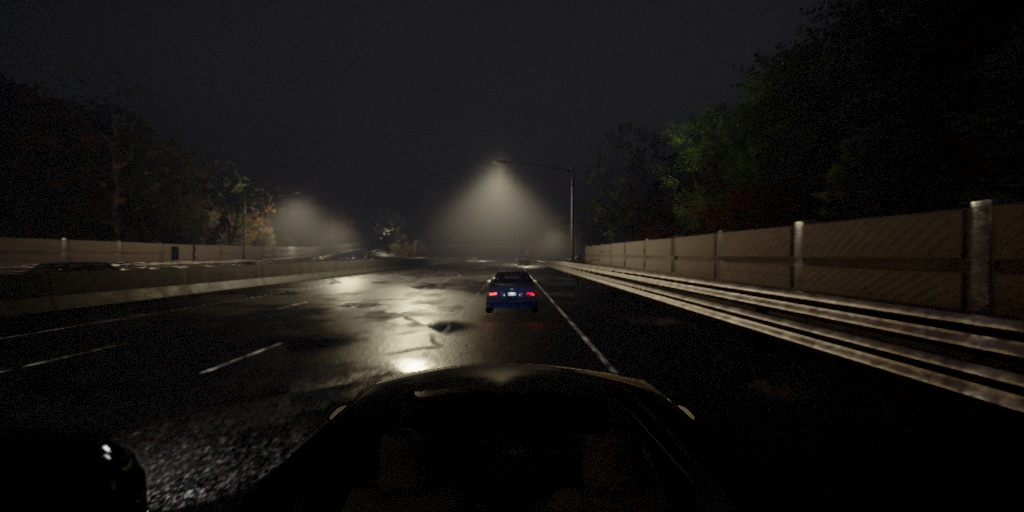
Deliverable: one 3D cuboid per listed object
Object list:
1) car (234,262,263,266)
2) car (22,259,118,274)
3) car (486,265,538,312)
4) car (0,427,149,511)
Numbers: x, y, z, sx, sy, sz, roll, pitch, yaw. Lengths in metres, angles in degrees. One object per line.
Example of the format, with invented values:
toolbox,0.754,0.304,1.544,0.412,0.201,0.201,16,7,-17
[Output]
car,-24.577,1.246,33.261,1.994,1.385,4.181,0,0,0
car,-21.058,1.062,16.699,2.097,1.767,4.553,0,0,0
car,-0.001,1.265,14.051,2.033,1.411,5.357,0,0,0
car,-3.396,1.317,0.589,1.994,1.385,4.181,0,0,0
